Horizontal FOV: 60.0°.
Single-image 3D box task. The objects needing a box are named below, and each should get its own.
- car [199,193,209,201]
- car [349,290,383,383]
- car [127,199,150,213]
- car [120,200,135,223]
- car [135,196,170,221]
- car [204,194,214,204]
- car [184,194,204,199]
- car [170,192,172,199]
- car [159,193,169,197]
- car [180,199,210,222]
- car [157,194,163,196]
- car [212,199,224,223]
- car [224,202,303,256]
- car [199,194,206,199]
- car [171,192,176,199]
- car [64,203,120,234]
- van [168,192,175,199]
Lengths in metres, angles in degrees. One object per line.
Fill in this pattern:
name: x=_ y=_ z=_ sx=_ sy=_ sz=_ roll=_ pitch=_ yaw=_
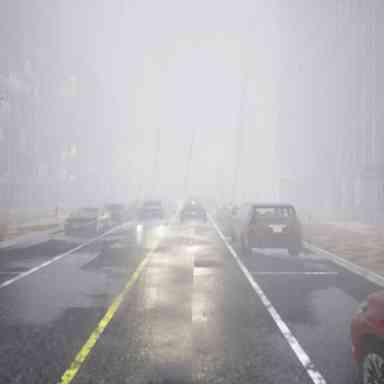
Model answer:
car: x=2.704 y=1.139 z=75.501 sx=1.967 sy=1.590 sz=4.097 roll=0 pitch=0 yaw=0
car: x=2.694 y=1.310 z=1.505 sx=2.192 sy=1.841 sz=5.009 roll=0 pitch=0 yaw=0
car: x=-5.683 y=1.450 z=35.671 sx=1.802 sy=1.307 sz=4.206 roll=0 pitch=0 yaw=0
car: x=-5.685 y=1.478 z=24.288 sx=1.947 sy=1.339 sz=4.313 roll=0 pitch=0 yaw=0
car: x=-3.096 y=1.382 z=26.529 sx=1.882 sy=1.535 sz=5.008 roll=0 pitch=0 yaw=0
car: x=2.700 y=1.363 z=52.735 sx=1.947 sy=1.339 sz=4.313 roll=0 pitch=0 yaw=0
car: x=0.104 y=1.194 z=42.145 sx=2.097 sy=1.767 sz=4.553 roll=0 pitch=0 yaw=0
car: x=-5.678 y=1.306 z=69.826 sx=1.802 sy=1.307 sz=4.206 roll=0 pitch=0 yaw=0
car: x=-5.680 y=1.318 z=58.441 sx=1.887 sy=1.381 sz=4.507 roll=0 pitch=0 yaw=0
car: x=0.103 y=1.471 z=25.690 sx=1.994 sy=1.385 sz=4.181 roll=0 pitch=0 yaw=0
car: x=-5.681 y=1.372 z=47.057 sx=2.008 sy=1.369 sz=4.403 roll=0 pitch=0 yaw=0
car: x=2.696 y=1.438 z=24.444 sx=1.752 sy=1.417 sz=4.829 roll=0 pitch=0 yaw=0
car: x=2.696 y=1.270 z=12.890 sx=2.192 sy=1.841 sz=5.009 roll=0 pitch=0 yaw=0
car: x=2.705 y=1.228 z=86.886 sx=1.802 sy=1.307 sz=4.206 roll=0 pitch=0 yaw=0
car: x=-5.675 y=1.086 z=86.901 sx=1.967 sy=1.590 sz=4.097 roll=0 pitch=0 yaw=0
car: x=-5.685 y=1.485 z=18.596 sx=2.008 sy=1.369 sz=4.403 roll=0 pitch=0 yaw=0
van: x=-5.674 y=0.961 z=92.594 sx=1.690 sy=1.788 sz=3.998 roll=0 pitch=0 yaw=0
